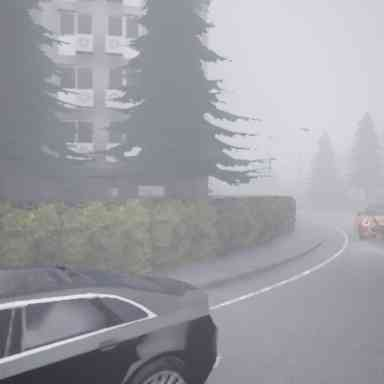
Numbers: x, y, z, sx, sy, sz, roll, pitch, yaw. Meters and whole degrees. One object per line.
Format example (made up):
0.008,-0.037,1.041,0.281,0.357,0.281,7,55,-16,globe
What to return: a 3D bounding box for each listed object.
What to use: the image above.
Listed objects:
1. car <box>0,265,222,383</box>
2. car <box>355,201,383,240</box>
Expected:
-1.949,1.526,2.855,4.902,1.511,2.128,0,0,-38,car
9.490,1.398,16.769,2.097,1.767,4.553,-1,0,23,car
